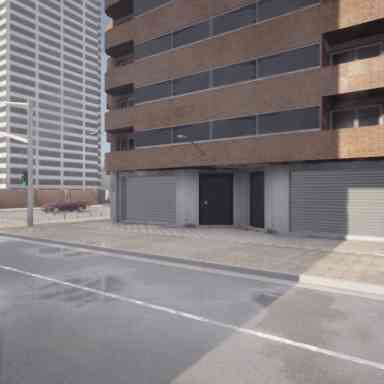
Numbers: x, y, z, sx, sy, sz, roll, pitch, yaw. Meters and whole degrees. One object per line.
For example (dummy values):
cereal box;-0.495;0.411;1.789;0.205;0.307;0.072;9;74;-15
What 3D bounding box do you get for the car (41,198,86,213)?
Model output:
car;-14.137;1.478;36.903;1.882;1.535;5.008;0;0;35
